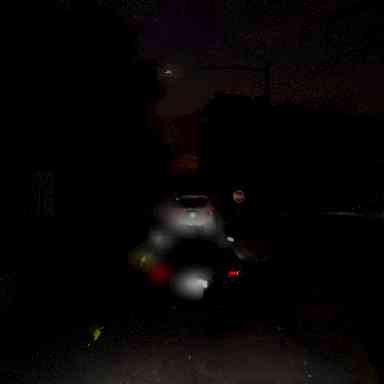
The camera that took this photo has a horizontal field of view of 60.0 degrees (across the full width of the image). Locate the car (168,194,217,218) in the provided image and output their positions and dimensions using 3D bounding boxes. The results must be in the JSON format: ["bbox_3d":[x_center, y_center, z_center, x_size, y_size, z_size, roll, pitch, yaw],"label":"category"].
[{"bbox_3d":[0.226,1.192,19.061,2.150,2.045,5.566,0,0,4],"label":"car"}]

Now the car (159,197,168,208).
[{"bbox_3d":[-3.225,1.474,43.847,1.895,1.301,4.718,1,0,0],"label":"car"}]

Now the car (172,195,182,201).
[{"bbox_3d":[-3.220,1.288,72.122,1.895,1.301,4.718,0,0,0],"label":"car"}]

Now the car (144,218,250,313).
[{"bbox_3d":[0.074,1.556,7.754,1.994,1.385,4.181,0,0,0],"label":"car"}]

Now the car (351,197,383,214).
[{"bbox_3d":[17.360,1.228,31.035,4.674,1.442,1.812,-1,1,0],"label":"car"}]

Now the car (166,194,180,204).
[{"bbox_3d":[-3.258,1.166,56.913,2.097,1.767,4.553,0,0,0],"label":"car"}]
